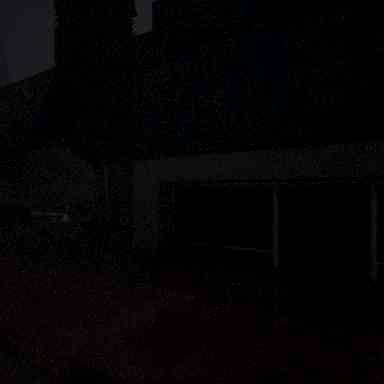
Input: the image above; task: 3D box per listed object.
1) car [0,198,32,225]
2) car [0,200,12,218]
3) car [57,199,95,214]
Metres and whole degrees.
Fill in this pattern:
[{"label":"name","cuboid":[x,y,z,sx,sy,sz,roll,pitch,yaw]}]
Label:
[{"label":"car","cuboid":[-13.671,1.221,22.057,2.150,2.045,5.566,0,0,36]},{"label":"car","cuboid":[-18.205,1.478,28.108,1.882,1.535,5.008,0,0,36]},{"label":"car","cuboid":[-12.285,1.505,36.327,1.837,1.490,4.892,0,0,36]}]
